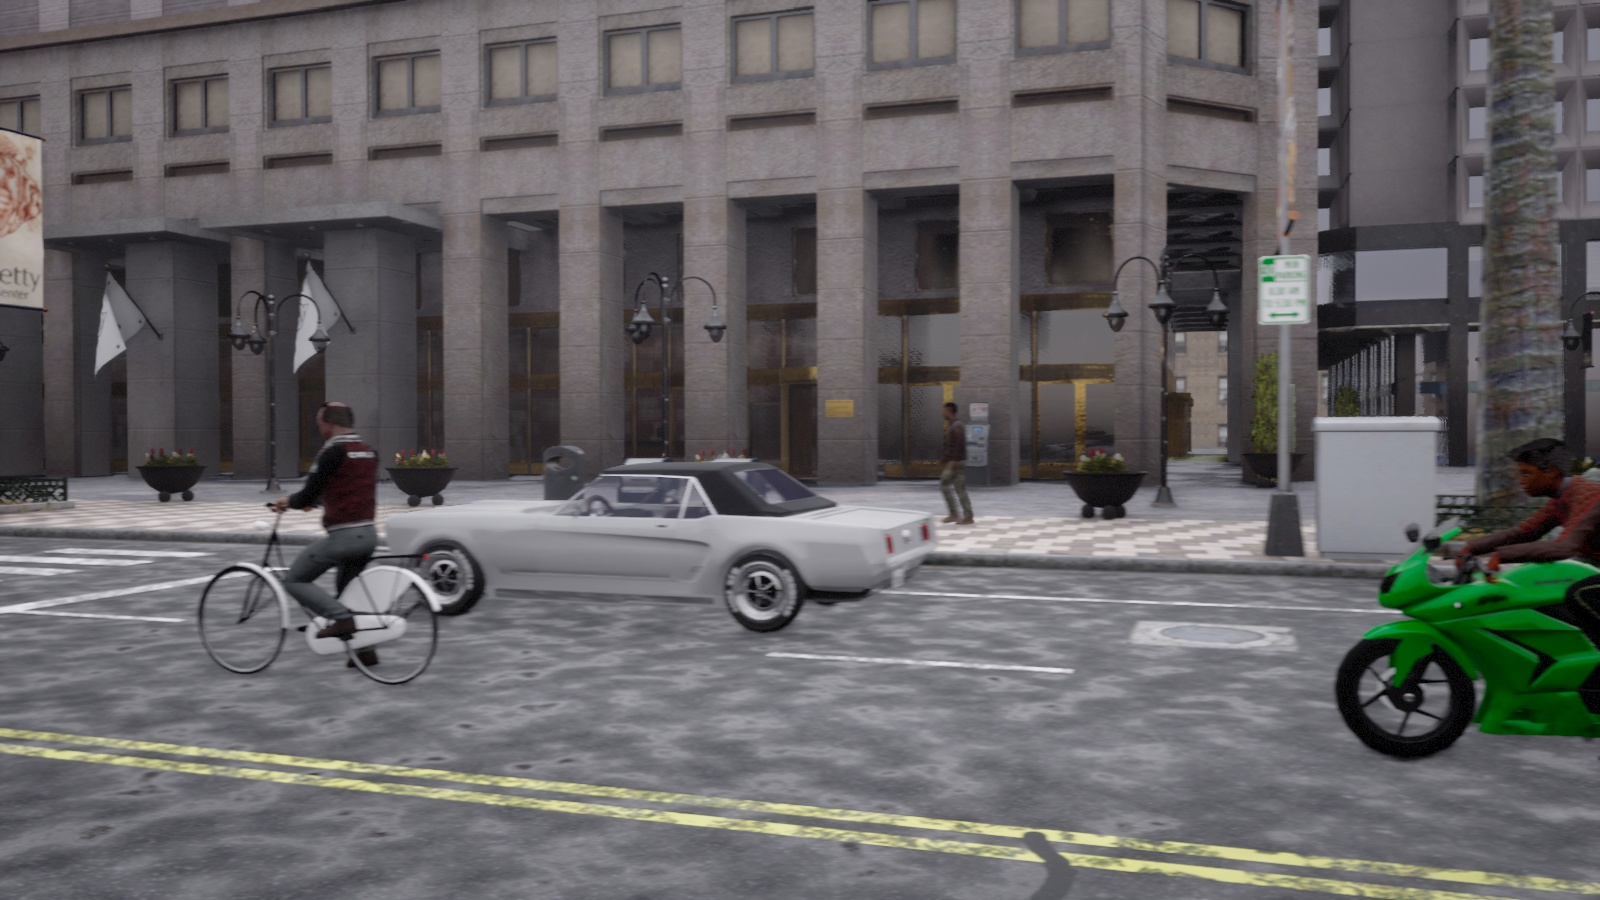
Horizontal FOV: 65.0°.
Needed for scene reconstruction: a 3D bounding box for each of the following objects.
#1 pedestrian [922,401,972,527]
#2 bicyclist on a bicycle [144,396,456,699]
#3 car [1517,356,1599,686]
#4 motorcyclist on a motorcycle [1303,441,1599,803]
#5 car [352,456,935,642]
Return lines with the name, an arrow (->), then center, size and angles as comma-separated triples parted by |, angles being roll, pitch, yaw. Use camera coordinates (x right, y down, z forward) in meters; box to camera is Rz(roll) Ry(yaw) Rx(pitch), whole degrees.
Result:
pedestrian -> 2.183, 0.194, 18.601 | 0.703, 1.840, 0.431 | 0, 1, 10
bicyclist on a bicycle -> -3.166, 0.558, 7.953 | 1.843, 1.776, 0.659 | 1, 1, 18
car -> 7.918, 0.449, 7.914 | 5.566, 2.045, 2.150 | 1, 1, 18
motorcyclist on a motorcycle -> 3.429, 0.730, 5.731 | 2.044, 1.523, 0.797 | 1, 1, 19
car -> -1.344, 0.746, 11.019 | 4.718, 1.301, 1.895 | 1, 1, 19
